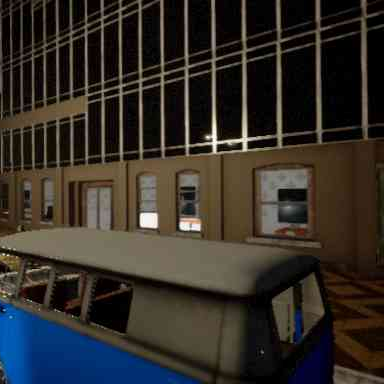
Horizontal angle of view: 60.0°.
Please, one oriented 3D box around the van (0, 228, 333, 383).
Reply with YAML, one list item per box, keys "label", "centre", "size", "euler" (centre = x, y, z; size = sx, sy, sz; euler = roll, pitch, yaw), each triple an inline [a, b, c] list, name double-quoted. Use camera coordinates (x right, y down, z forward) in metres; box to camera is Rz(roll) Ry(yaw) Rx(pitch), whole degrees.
- label: "van"
  centre: [-0.680, 1.343, 3.372]
  size: [3.998, 1.788, 1.690]
  euler: [0, -1, 36]
